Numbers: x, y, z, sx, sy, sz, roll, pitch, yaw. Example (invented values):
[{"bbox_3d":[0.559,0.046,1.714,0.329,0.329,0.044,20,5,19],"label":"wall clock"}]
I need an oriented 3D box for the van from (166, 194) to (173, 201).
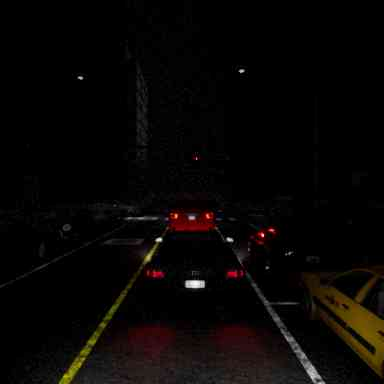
[{"bbox_3d":[-5.778,1.351,85.128,1.690,1.788,3.998,0,0,0],"label":"van"}]

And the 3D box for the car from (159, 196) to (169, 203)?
[{"bbox_3d":[-5.775,1.585,68.815,1.802,1.307,4.206,0,0,0],"label":"car"}]

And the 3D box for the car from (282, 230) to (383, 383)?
[{"bbox_3d":[2.761,1.524,4.335,1.752,1.417,4.829,0,0,0],"label":"car"}]

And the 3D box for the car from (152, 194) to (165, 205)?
[{"bbox_3d":[-5.773,1.315,57.940,2.192,1.841,5.009,0,0,0],"label":"car"}]

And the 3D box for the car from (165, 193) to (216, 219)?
[{"bbox_3d":[0.000,1.218,17.169,2.150,2.045,5.566,0,0,0],"label":"car"}]

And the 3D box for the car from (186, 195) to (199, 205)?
[{"bbox_3d":[0.083,1.352,59.460,2.097,1.767,4.553,0,0,0],"label":"car"}]

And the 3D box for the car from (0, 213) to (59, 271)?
[{"bbox_3d":[-5.765,1.542,9.618,1.887,1.381,4.507,0,0,0],"label":"car"}]

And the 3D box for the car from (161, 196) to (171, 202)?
[{"bbox_3d":[-5.776,1.530,74.083,1.752,1.417,4.829,0,0,0],"label":"car"}]

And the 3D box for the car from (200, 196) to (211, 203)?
[{"bbox_3d":[2.751,1.554,68.816,2.008,1.369,4.403,0,0,0],"label":"car"}]

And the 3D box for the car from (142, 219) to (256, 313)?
[{"bbox_3d":[0.058,1.562,7.749,1.994,1.385,4.181,0,0,0],"label":"car"}]

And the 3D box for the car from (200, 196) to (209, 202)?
[{"bbox_3d":[2.750,1.550,74.254,1.887,1.381,4.507,0,0,0],"label":"car"}]

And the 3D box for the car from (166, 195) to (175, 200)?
[{"bbox_3d":[-5.778,1.563,90.565,2.008,1.369,4.403,0,0,0],"label":"car"}]

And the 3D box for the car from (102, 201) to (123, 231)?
[{"bbox_3d":[-5.767,1.522,20.362,1.752,1.417,4.829,0,0,0],"label":"car"}]

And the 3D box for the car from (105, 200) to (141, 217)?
[{"bbox_3d":[-6.870,1.430,30.140,4.674,1.442,1.812,1,0,25],"label":"car"}]

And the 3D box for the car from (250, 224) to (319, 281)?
[{"bbox_3d":[2.760,1.564,9.621,1.947,1.339,4.313,0,0,0],"label":"car"}]

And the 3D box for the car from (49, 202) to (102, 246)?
[{"bbox_3d":[-5.766,1.437,15.075,1.967,1.590,4.097,0,0,0],"label":"car"}]

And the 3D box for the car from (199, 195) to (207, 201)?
[{"bbox_3d":[2.748,1.535,85.299,1.752,1.417,4.829,0,0,0],"label":"car"}]

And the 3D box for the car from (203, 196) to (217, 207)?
[{"bbox_3d":[2.753,1.439,52.504,1.967,1.590,4.097,0,0,0],"label":"car"}]
